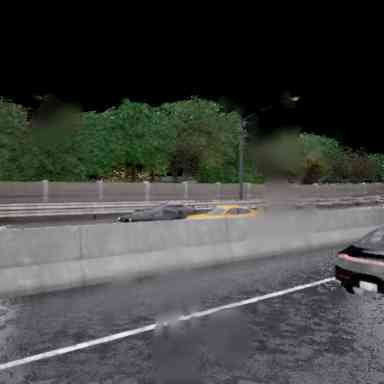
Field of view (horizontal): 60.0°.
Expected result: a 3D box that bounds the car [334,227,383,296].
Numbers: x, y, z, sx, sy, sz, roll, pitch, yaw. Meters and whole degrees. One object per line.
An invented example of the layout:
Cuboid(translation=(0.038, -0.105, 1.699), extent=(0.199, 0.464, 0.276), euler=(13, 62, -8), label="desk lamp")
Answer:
Cuboid(translation=(5.166, 1.496, 7.427), extent=(4.902, 1.511, 2.128), euler=(0, 0, -35), label="car")

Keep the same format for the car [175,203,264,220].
Cuboid(translation=(1.824, 1.481, 18.184), extent=(5.008, 1.535, 1.882), euler=(0, 0, -35), label="car")

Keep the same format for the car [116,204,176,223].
Cuboid(translation=(-2.003, 1.606, 19.754), extent=(4.718, 1.301, 1.895), euler=(0, 0, -35), label="car")

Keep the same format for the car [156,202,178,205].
Cuboid(translation=(-1.904, 1.495, 24.122), extent=(4.902, 1.511, 2.128), euler=(0, 0, -35), label="car")
